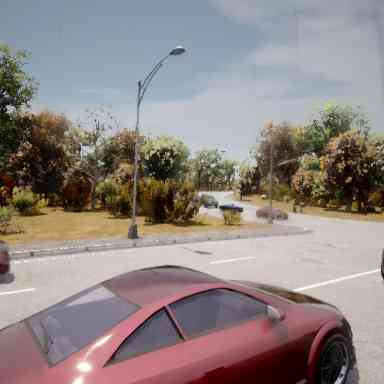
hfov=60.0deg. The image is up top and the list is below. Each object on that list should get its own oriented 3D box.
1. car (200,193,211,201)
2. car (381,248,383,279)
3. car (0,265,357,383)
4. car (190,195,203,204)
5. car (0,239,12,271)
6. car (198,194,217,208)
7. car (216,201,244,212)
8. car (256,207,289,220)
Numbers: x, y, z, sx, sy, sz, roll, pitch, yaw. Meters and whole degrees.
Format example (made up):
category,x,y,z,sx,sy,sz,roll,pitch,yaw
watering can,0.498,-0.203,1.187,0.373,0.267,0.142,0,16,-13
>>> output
category,x,y,z,sx,sy,sz,roll,pitch,yaw
car,3.200,1.132,78.711,2.128,1.511,4.902,2,2,-1
car,7.017,1.488,8.798,4.553,1.767,2.097,2,-1,-35
car,-0.005,1.572,3.744,4.181,1.385,1.994,0,0,-36
car,0.850,1.416,66.935,1.837,1.490,4.892,2,2,-8
car,-6.638,1.562,7.853,4.181,1.385,1.994,0,0,-36
car,2.806,1.559,56.694,2.150,2.045,5.566,3,2,-13
car,5.513,2.250,46.913,1.895,1.301,4.718,3,0,-18
car,9.030,2.357,37.635,1.994,1.385,4.181,3,-1,-22
